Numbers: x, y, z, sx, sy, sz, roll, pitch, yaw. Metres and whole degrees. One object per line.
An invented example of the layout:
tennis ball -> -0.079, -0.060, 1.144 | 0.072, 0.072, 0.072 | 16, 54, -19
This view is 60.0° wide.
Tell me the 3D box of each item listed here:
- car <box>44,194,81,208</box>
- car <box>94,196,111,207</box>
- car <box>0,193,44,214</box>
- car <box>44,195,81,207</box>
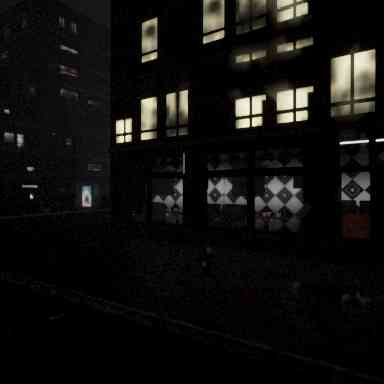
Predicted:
car -> -15.678, 1.040, 39.824 | 1.837, 1.490, 4.892 | 0, 1, 35
car -> -9.754, 1.072, 38.170 | 1.947, 1.339, 4.313 | 1, 2, 35
car -> -16.106, 1.029, 29.069 | 2.192, 1.841, 5.009 | 1, 2, 35
car -> -16.660, 1.074, 42.917 | 1.802, 1.307, 4.206 | 1, 2, 35
